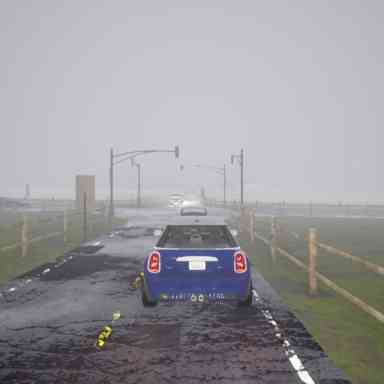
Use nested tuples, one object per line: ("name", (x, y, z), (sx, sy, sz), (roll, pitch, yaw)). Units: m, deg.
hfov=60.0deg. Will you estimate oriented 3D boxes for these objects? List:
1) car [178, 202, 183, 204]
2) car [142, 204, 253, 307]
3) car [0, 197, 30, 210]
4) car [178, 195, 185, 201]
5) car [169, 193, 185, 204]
("car", (0.092, 1.507, 17.304), (1.837, 1.490, 4.892), (0, 0, 0))
("car", (0.096, 1.353, 8.138), (2.097, 1.767, 4.553), (0, 0, 0))
("car", (-20.079, 1.216, 36.424), (4.181, 1.385, 1.994), (1, 0, 0))
("car", (-2.674, 1.552, 85.695), (1.812, 1.442, 4.674), (0, 0, 0))
("car", (-2.833, 1.237, 59.949), (2.150, 2.045, 5.566), (0, 0, 0))
